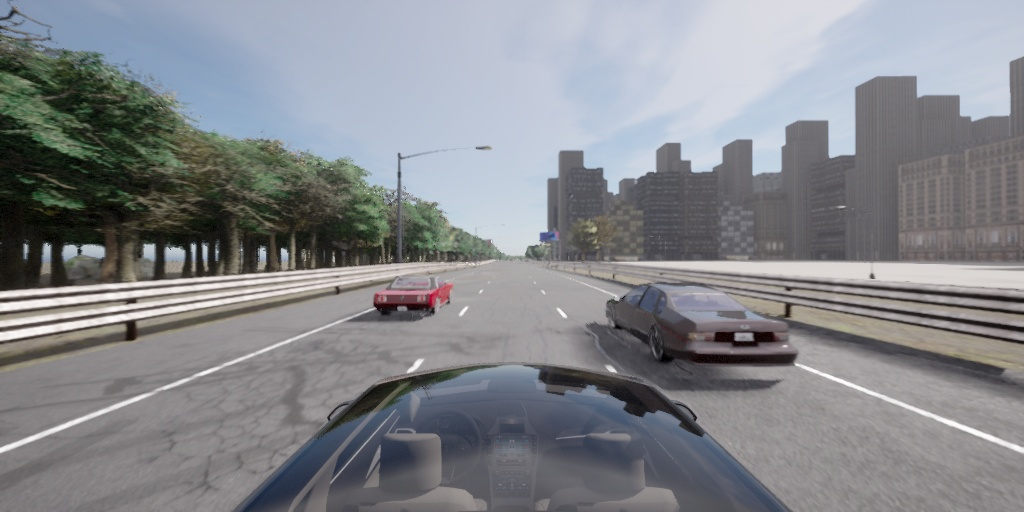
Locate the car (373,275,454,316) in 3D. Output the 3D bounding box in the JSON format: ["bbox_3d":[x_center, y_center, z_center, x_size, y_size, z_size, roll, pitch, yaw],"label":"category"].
[{"bbox_3d":[-3.402,1.360,13.377,1.895,1.301,4.718,0,0,0],"label":"car"}]

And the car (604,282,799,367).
[{"bbox_3d":[3.599,1.302,8.077,2.033,1.411,5.357,0,0,0],"label":"car"}]
